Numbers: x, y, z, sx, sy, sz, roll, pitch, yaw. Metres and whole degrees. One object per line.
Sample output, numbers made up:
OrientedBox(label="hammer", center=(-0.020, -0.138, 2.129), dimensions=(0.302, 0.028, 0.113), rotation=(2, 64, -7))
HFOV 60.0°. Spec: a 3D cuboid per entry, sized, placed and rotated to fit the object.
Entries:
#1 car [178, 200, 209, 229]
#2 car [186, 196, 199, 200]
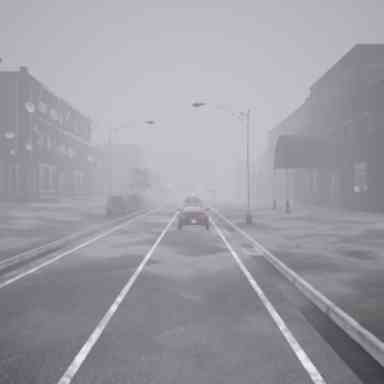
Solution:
OrientedBox(label="car", center=(0.089, 1.459, 20.914), dimensions=(1.812, 1.442, 4.674), rotation=(0, 0, 0))
OrientedBox(label="car", center=(0.081, 1.286, 38.831), dimensions=(2.097, 1.767, 4.553), rotation=(0, 0, 0))
